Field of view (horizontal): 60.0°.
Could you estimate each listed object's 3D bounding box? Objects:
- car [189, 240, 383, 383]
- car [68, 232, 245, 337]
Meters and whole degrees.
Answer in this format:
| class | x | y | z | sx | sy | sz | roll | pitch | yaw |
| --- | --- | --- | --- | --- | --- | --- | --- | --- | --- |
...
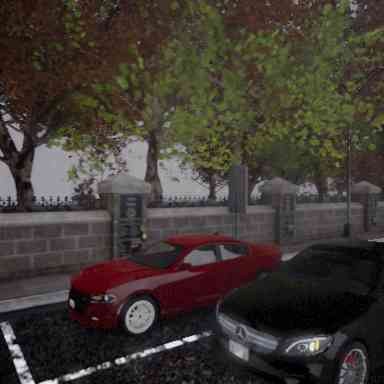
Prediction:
| class | x | y | z | sx | sy | sz | roll | pitch | yaw |
| --- | --- | --- | --- | --- | --- | --- | --- | --- | --- |
| car | 2.422 | 1.526 | 5.091 | 4.674 | 1.442 | 1.812 | 0 | 0 | -35 |
| car | -0.093 | 1.545 | 6.648 | 4.507 | 1.381 | 1.887 | 0 | 0 | -35 |
